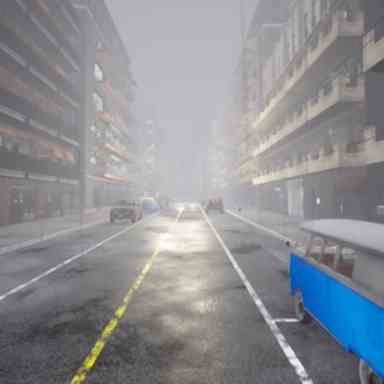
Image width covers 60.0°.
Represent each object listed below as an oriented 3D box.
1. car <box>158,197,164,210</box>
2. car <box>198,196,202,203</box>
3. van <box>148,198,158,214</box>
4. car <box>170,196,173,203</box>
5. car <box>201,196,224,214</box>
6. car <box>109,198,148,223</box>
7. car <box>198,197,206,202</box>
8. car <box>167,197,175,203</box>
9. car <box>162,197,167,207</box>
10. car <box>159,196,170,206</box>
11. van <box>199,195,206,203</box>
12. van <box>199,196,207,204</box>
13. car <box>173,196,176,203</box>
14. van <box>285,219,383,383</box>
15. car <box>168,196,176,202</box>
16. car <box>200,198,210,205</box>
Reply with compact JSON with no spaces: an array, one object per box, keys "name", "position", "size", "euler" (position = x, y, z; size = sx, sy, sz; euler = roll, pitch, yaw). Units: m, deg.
[{"name":"car","position":[-5.296,1.784,44.298],"size":[2.008,1.369,4.403],"euler":[1,0,0]},{"name":"car","position":[2.587,1.891,61.339],"size":[1.947,1.339,4.313],"euler":[1,0,0]},{"name":"van","position":[-5.295,1.544,38.629],"size":[1.690,1.788,3.998],"euler":[1,0,0]},{"name":"car","position":[-5.290,1.639,61.313],"size":[2.192,1.841,5.009],"euler":[1,0,0]},{"name":"car","position":[2.586,1.519,38.657],"size":[2.192,1.841,5.009],"euler":[1,0,0]},{"name":"car","position":[-5.297,1.459,27.287],"size":[2.192,1.841,5.009],"euler":[1,0,0]},{"name":"car","position":[2.593,2.046,89.693],"size":[1.947,1.339,4.313],"euler":[1,0,0]},{"name":"car","position":[-5.289,2.030,83.994],"size":[1.802,1.307,4.206],"euler":[1,0,0]},{"name":"car","position":[-5.295,1.829,49.969],"size":[1.947,1.339,4.313],"euler":[1,0,0]},{"name":"car","position":[-5.294,1.845,55.640],"size":[2.008,1.369,4.403],"euler":[1,0,0]},{"name":"van","position":[2.594,1.790,84.024],"size":[1.690,1.788,3.998],"euler":[1,0,0]},{"name":"van","position":[2.593,1.759,78.353],"size":[1.690,1.788,3.998],"euler":[1,0,0]},{"name":"car","position":[-5.288,1.857,78.324],"size":[1.967,1.590,4.097],"euler":[1,0,0]},{"name":"van","position":[2.579,1.366,4.633],"size":[1.690,1.788,3.998],"euler":[1,0,0]},{"name":"car","position":[-5.286,1.920,89.666],"size":[1.967,1.590,4.097],"euler":[1,0,0]},{"name":"car","position":[2.588,1.907,67.010],"size":[2.008,1.369,4.403],"euler":[1,0,0]}]
